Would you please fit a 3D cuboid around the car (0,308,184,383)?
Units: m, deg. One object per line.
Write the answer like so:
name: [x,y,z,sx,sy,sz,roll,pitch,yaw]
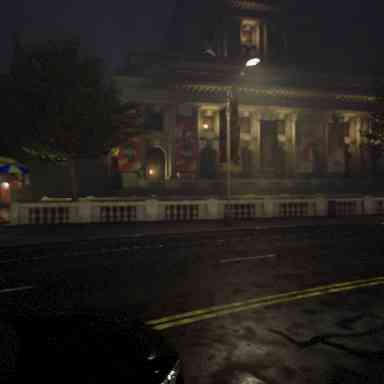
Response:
car: [-2.272,1.486,1.958,4.902,1.511,2.128,-1,1,-36]
